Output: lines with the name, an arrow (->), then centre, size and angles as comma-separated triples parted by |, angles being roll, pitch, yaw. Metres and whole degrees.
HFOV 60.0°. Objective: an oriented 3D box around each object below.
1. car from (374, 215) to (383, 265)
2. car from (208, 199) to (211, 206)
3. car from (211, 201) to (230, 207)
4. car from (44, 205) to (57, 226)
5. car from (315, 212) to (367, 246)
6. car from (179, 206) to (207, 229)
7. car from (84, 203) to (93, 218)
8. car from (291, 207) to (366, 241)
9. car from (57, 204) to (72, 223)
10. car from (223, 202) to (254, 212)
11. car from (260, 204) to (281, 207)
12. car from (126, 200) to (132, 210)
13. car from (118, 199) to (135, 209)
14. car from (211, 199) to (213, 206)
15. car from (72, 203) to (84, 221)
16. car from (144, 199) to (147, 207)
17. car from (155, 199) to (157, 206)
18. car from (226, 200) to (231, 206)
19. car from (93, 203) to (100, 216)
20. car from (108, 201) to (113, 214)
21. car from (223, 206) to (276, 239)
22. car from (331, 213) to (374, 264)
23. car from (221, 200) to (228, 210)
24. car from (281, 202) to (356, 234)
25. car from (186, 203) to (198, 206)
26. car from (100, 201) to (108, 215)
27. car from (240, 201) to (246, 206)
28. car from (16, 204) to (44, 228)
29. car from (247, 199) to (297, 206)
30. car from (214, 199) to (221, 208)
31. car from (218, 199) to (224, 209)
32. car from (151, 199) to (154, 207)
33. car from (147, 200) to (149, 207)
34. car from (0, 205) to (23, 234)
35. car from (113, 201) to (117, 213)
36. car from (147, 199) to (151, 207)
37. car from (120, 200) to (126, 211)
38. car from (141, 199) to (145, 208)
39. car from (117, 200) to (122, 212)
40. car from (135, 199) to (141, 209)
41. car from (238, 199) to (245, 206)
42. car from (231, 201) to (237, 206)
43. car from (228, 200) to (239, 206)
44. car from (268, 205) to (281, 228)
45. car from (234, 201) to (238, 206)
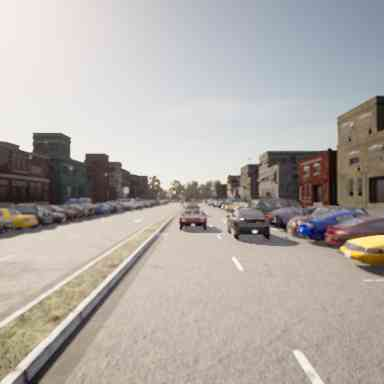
car -> 7.602, 1.285, 7.443 | 5.566, 2.045, 2.435 | 0, -1, 0
car -> 7.440, 2.802, 81.874 | 5.566, 2.045, 2.435 | 0, -1, 0
car -> 7.421, 3.218, 87.382 | 4.792, 1.488, 2.163 | 0, -1, 0
car -> -12.775, 1.676, 24.376 | 4.553, 1.767, 2.185 | 0, -1, 0
car -> 7.620, 1.648, 12.950 | 4.674, 1.452, 2.002 | 0, -1, 0
car -> 0.068, 1.916, 24.070 | 1.895, 1.301, 4.718 | 0, -1, 0
car -> -12.791, 1.957, 32.702 | 4.892, 1.521, 2.231 | 0, -1, 0
car -> 7.613, 1.651, 15.705 | 5.008, 1.535, 2.097 | 0, -1, 0
car -> -12.772, 1.882, 27.144 | 4.792, 1.488, 2.163 | 0, -1, 0
car -> 7.589, 2.419, 54.303 | 4.792, 1.488, 2.163 | 0, -1, 0
car -> 7.605, 1.833, 23.975 | 4.674, 1.452, 2.002 | 0, -1, 0
car -> -12.783, 2.449, 54.927 | 4.674, 1.452, 2.002 | 0, -1, 0
car -> -12.816, 2.346, 57.800 | 4.553, 1.767, 2.185 | 0, -1, 0
car -> 7.446, 2.859, 79.114 | 4.553, 1.767, 2.185 | 0, -1, 0
car -> -12.805, 1.903, 29.922 | 5.008, 1.535, 2.097 | 0, -1, 0
car -> -12.962, 2.787, 71.724 | 5.366, 1.575, 1.946 | 0, -1, 0
car -> -12.766, 2.931, 88.393 | 5.566, 2.045, 2.435 | 0, -1, 0
car -> 7.548, 2.242, 46.028 | 4.792, 1.488, 2.163 | 0, -1, 0
car -> -12.825, 2.039, 35.479 | 4.792, 1.488, 2.163 | 0, -1, 0
car -> -12.799, 2.122, 41.162 | 4.892, 1.521, 2.231 | 0, -1, 0
car -> 3.074, 1.727, 18.701 | 1.837, 1.490, 4.892 | 0, -1, 0
car -> 7.441, 1.564, 10.193 | 5.366, 1.575, 1.946 | 0, -1, 0
car -> 7.388, 2.267, 48.785 | 5.366, 1.575, 1.946 | 0, -1, 0
car -> 7.646, 1.573, 18.464 | 4.553, 1.767, 2.185 | 0, -1, 0
car -> 0.043, 2.145, 41.520 | 1.837, 1.490, 4.892 | 0, -1, 0
car -> -12.789, 2.066, 38.383 | 5.008, 1.535, 2.097 | 0, -1, 0
car -> 7.591, 1.941, 32.246 | 5.008, 1.535, 2.097 | 0, -1, 0
car -> -12.989, 1.751, 21.712 | 5.366, 1.575, 1.946 | 0, -1, 0
car -> 7.632, 1.590, 26.737 | 5.566, 2.045, 2.435 | 0, -1, 0
car -> 7.504, 2.326, 62.578 | 5.566, 2.045, 2.435 | 0, -1, 0
car -> 7.736, 2.447, 57.062 | 5.366, 1.575, 1.946 | 0, -1, 0
car -> -12.786, 3.052, 82.830 | 5.008, 1.535, 2.097 | 0, -1, 0
car -> -12.804, 2.885, 74.501 | 4.792, 1.488, 2.163 | 0, -1, 0
car -> -12.812, 1.705, 18.933 | 4.892, 1.521, 2.231 | 0, -1, 0
car -> -12.789, 2.215, 43.815 | 4.674, 1.452, 2.002 | 0, -1, 0
car -> -12.779, 2.919, 77.156 | 5.008, 1.535, 2.097 | 0, -1, 0
car -> -12.796, 2.291, 49.373 | 4.892, 1.521, 2.231 | 0, -1, 0
car -> -12.748, 2.754, 68.945 | 4.792, 1.488, 2.163 | 0, -1, 0
car -> -12.819, 2.262, 46.593 | 4.792, 1.488, 2.163 | 0, -1, 0
car -> -12.811, 2.282, 60.615 | 5.566, 2.045, 2.435 | 0, -1, 0
car -> 7.561, 1.867, 35.005 | 4.553, 1.767, 2.185 | 0, -1, 0
car -> 7.582, 2.141, 40.551 | 4.674, 1.452, 2.002 | 0, -1, 0
car -> 7.552, 2.185, 43.273 | 4.792, 1.488, 2.163 | 0, -1, 0
car -> 7.640, 1.775, 21.218 | 4.792, 1.488, 2.163 | 0, -1, 0
car -> 7.618, 2.075, 37.758 | 4.792, 1.488, 2.163 | 0, -1, 0
